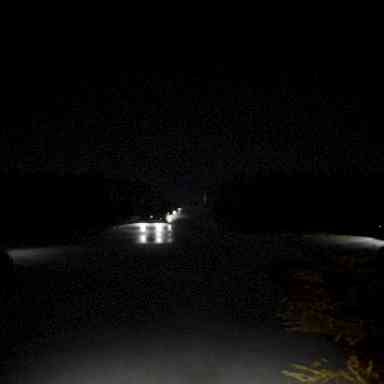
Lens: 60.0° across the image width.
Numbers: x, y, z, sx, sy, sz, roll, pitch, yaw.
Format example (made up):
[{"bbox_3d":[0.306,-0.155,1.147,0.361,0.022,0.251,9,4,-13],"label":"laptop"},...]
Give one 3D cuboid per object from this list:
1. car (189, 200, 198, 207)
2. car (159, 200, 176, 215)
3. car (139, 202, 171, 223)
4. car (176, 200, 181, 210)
[{"bbox_3d":[0.248,2.349,69.207,2.128,1.511,4.902,0,-1,0],"label":"car"},{"bbox_3d":[-3.115,1.735,37.796,1.837,1.490,4.892,0,0,0],"label":"car"},{"bbox_3d":[-3.131,1.759,27.595,1.994,1.385,4.181,0,-1,0],"label":"car"},{"bbox_3d":[-3.082,1.867,48.252,2.128,1.511,4.902,0,-2,0],"label":"car"}]
